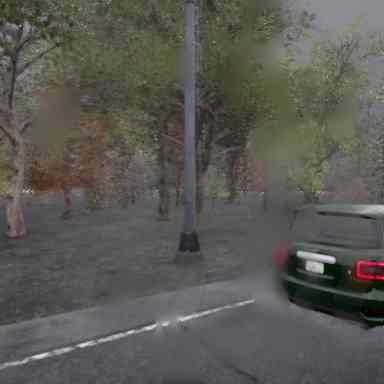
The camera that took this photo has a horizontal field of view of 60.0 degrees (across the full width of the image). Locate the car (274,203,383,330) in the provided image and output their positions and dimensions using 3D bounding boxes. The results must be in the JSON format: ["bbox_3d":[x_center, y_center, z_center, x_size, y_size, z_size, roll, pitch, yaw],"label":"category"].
[{"bbox_3d":[4.062,1.251,6.652,5.566,2.045,2.150,0,0,-36],"label":"car"}]
